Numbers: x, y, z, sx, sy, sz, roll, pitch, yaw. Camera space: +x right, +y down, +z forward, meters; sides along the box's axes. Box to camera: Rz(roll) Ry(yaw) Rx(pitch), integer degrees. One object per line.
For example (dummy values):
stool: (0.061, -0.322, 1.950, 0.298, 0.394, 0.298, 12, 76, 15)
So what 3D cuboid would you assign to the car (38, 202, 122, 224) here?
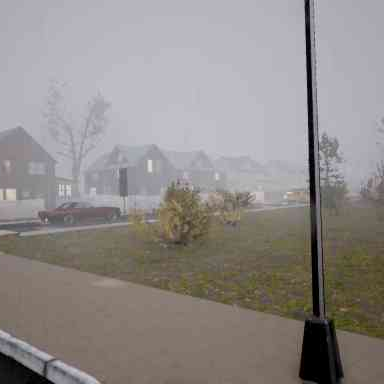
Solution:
car: (-6.726, 1.253, 20.442, 1.895, 1.301, 4.718, -2, -1, 43)

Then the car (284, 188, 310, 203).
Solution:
car: (13.946, 0.594, 42.269, 1.882, 1.535, 5.008, -2, -1, 44)
